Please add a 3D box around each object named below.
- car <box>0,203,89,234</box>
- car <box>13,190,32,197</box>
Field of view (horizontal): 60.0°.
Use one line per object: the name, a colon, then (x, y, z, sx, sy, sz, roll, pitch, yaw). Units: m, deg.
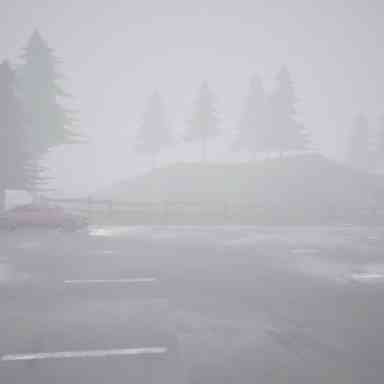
car: (-7.085, 1.203, 15.850, 4.181, 1.385, 1.994, 1, 1, -9)
car: (-29.352, 0.110, 58.262, 4.902, 1.511, 2.128, 2, 1, 35)
